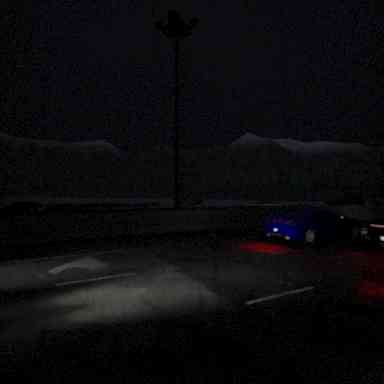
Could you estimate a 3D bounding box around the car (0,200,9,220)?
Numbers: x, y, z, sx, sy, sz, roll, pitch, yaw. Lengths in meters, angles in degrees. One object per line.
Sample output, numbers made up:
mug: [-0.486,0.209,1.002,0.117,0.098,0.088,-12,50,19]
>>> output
car: [-17.148,1.438,25.993,4.892,1.490,1.837,0,0,-35]

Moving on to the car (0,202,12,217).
car: [-12.908,1.445,24.663,4.892,1.490,1.837,0,0,-34]

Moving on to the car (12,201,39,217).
car: [-9.449,1.473,22.775,4.674,1.442,1.812,0,0,-33]

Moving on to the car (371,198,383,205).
car: [25.444,1.508,43.425,4.181,1.385,1.994,0,0,-18]

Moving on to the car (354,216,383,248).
car: [9.123,1.475,13.303,4.902,1.511,2.128,0,0,-29]

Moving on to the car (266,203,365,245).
car: [5.698,1.454,15.399,5.008,1.535,1.882,0,0,-30]

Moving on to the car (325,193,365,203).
car: [20.981,1.159,45.612,5.566,2.045,2.150,0,0,-19]

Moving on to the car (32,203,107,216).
car: [-7.108,1.518,20.094,4.181,1.385,1.994,0,0,-33]
